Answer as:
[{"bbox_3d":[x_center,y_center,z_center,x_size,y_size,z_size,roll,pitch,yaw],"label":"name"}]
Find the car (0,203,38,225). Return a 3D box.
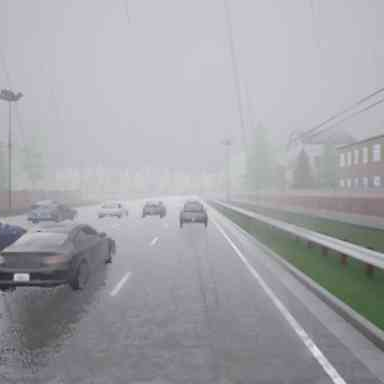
[{"bbox_3d":[-6.901,1.372,10.155,2.097,1.767,4.553,0,0,0],"label":"car"}]

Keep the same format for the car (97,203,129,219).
[{"bbox_3d":[-6.900,1.658,29.573,1.895,1.301,4.718,0,0,0],"label":"car"}]

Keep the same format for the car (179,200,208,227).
[{"bbox_3d":[0.100,1.537,23.228,2.128,1.511,4.902,0,0,0],"label":"car"}]

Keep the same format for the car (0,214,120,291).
[{"bbox_3d":[-3.413,1.543,8.948,1.812,1.442,4.674,0,0,0],"label":"car"}]

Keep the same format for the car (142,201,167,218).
[{"bbox_3d":[-3.399,1.551,30.727,2.128,1.511,4.902,0,0,0],"label":"car"}]

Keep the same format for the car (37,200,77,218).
[{"bbox_3d":[-10.400,1.596,25.160,2.033,1.411,5.357,0,0,0],"label":"car"}]
